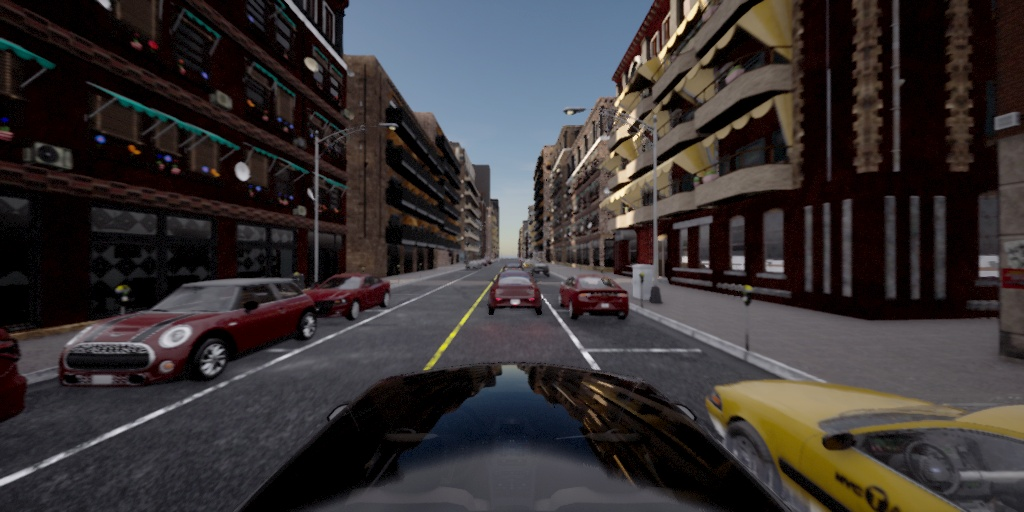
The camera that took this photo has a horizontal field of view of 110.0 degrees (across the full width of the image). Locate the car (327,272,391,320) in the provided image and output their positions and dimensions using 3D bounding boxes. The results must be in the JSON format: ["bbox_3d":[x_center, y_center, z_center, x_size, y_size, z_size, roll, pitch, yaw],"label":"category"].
[{"bbox_3d":[-5.689,1.298,12.611,1.888,1.381,4.507,0,0,0],"label":"car"}]

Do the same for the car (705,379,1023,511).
[{"bbox_3d":[2.688,1.275,1.502,1.751,1.417,4.829,0,0,0],"label":"car"}]

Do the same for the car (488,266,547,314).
[{"bbox_3d":[0.103,1.278,13.611,1.812,1.442,4.674,0,0,0],"label":"car"}]

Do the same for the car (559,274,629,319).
[{"bbox_3d":[2.691,1.297,12.604,1.888,1.381,4.507,0,0,0],"label":"car"}]

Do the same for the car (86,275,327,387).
[{"bbox_3d":[-5.691,1.191,6.974,1.967,1.591,4.097,0,0,0],"label":"car"}]

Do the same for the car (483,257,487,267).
[{"bbox_3d":[-5.677,1.309,57.700,2.007,1.370,4.403,0,0,0],"label":"car"}]

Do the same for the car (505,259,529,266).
[{"bbox_3d":[0.107,1.247,31.325,2.128,1.511,4.902,0,0,0],"label":"car"}]

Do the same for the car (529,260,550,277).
[{"bbox_3d":[2.698,1.307,35.149,2.007,1.370,4.403,0,0,0],"label":"car"}]

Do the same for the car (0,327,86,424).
[{"bbox_3d":[-5.692,1.065,1.338,2.192,1.841,5.009,0,0,0],"label":"car"}]

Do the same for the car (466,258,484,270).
[{"bbox_3d":[-5.678,1.309,52.063,2.007,1.370,4.403,0,0,0],"label":"car"}]
